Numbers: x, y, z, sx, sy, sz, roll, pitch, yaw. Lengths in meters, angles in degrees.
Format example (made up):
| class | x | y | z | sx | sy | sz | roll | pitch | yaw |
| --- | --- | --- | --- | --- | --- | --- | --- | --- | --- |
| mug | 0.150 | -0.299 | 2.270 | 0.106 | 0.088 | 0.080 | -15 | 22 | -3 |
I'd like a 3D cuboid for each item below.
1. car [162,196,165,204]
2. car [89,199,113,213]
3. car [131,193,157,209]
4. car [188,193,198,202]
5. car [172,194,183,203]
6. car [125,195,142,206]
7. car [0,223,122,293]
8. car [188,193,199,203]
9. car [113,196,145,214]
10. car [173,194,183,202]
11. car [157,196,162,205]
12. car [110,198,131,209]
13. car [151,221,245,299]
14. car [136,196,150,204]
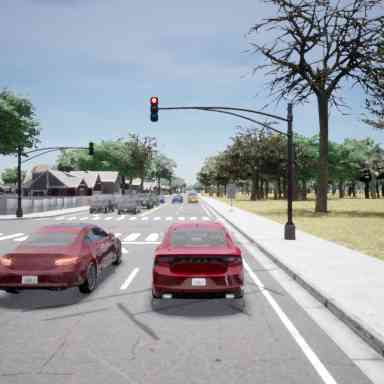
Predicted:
| class | x | y | z | sx | sy | sz | roll | pitch | yaw |
| --- | --- | --- | --- | --- | --- | --- | --- | --- | --- |
| car | -6.383 | 1.452 | 65.168 | 1.882 | 1.535 | 5.008 | 0 | 0 | 1 |
| car | -9.759 | 1.498 | 36.369 | 1.837 | 1.490 | 4.892 | 0 | 0 | 0 |
| car | -6.487 | 1.212 | 44.709 | 2.150 | 2.045 | 5.566 | 0 | 0 | 1 |
| car | 0.183 | 1.190 | 76.324 | 2.150 | 2.045 | 5.566 | 0 | 0 | 0 |
| car | -2.989 | 1.499 | 66.330 | 1.812 | 1.442 | 4.674 | 0 | 0 | 0 |
| car | -9.707 | 1.335 | 55.388 | 2.097 | 1.767 | 4.553 | 0 | 0 | 0 |
| car | -3.129 | 1.525 | 8.706 | 1.812 | 1.442 | 4.674 | 0 | 0 | 0 |
| car | 0.256 | 1.451 | 65.923 | 1.882 | 1.535 | 5.008 | 0 | 0 | 0 |
| car | -6.513 | 1.499 | 34.858 | 1.837 | 1.490 | 4.892 | 0 | 0 | 0 |
| car | -3.067 | 1.320 | 76.296 | 2.097 | 1.767 | 4.553 | 0 | 0 | 0 |
| car | -6.459 | 1.488 | 54.738 | 1.837 | 1.490 | 4.892 | 0 | 0 | 0 |
| car | -9.736 | 1.516 | 45.502 | 1.812 | 1.442 | 4.674 | 0 | 0 | 1 |
| car | 0.118 | 1.477 | 8.495 | 1.882 | 1.535 | 5.008 | 0 | 0 | 0 |
| car | -9.620 | 1.521 | 66.007 | 2.033 | 1.411 | 5.357 | 0 | 0 | 0 |
